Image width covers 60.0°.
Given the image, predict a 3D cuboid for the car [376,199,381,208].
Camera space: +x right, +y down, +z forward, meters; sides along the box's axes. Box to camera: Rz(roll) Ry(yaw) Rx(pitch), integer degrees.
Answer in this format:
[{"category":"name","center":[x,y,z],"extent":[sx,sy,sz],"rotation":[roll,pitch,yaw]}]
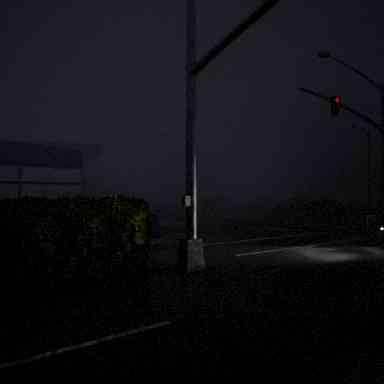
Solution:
[{"category":"car","center":[25.558,1.384,43.145],"extent":[3.806,1.475,1.970],"rotation":[0,0,-35]}]

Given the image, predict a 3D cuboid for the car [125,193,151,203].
[{"category":"car","center":[-9.536,1.361,60.535],"extent":[3.806,1.475,1.970],"rotation":[0,0,-35]}]

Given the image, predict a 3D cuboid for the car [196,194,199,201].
[{"category":"car","center":[1.581,1.298,76.875],"extent":[4.514,1.523,2.007],"rotation":[0,0,-35]}]

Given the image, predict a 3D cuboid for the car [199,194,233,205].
[{"category":"car","center":[3.959,1.298,54.839],"extent":[4.514,1.523,2.007],"rotation":[0,0,-35]}]

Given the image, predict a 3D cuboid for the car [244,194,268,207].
[{"category":"car","center":[9.669,1.319,46.639],"extent":[3.633,1.501,1.845],"rotation":[0,0,-35]}]

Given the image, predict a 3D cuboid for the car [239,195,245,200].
[{"category":"car","center":[13.408,1.153,72.866],"extent":[5.027,1.636,2.152],"rotation":[0,0,-35]}]

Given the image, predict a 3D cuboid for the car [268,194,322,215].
[{"category":"car","center":[10.200,1.330,32.534],"extent":[5.027,1.636,2.152],"rotation":[0,0,-35]}]

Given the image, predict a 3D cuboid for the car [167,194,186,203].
[{"category":"car","center":[-2.620,1.097,65.441],"extent":[4.605,1.855,1.932],"rotation":[0,0,-35]}]

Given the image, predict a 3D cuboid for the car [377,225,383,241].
[{"category":"car","center":[10.018,1.601,13.235],"extent":[4.718,1.301,1.895],"rotation":[0,0,-8]}]

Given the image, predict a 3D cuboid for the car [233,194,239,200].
[{"category":"car","center":[9.454,1.232,77.931],"extent":[3.806,1.475,1.970],"rotation":[0,0,-35]}]

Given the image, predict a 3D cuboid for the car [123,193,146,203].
[{"category":"car","center":[-10.947,1.077,63.607],"extent":[3.866,1.878,1.905],"rotation":[0,0,-35]}]

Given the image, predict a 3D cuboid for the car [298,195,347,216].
[{"category":"car","center":[12.047,1.339,29.998],"extent":[4.514,1.523,2.007],"rotation":[0,0,-35]}]
